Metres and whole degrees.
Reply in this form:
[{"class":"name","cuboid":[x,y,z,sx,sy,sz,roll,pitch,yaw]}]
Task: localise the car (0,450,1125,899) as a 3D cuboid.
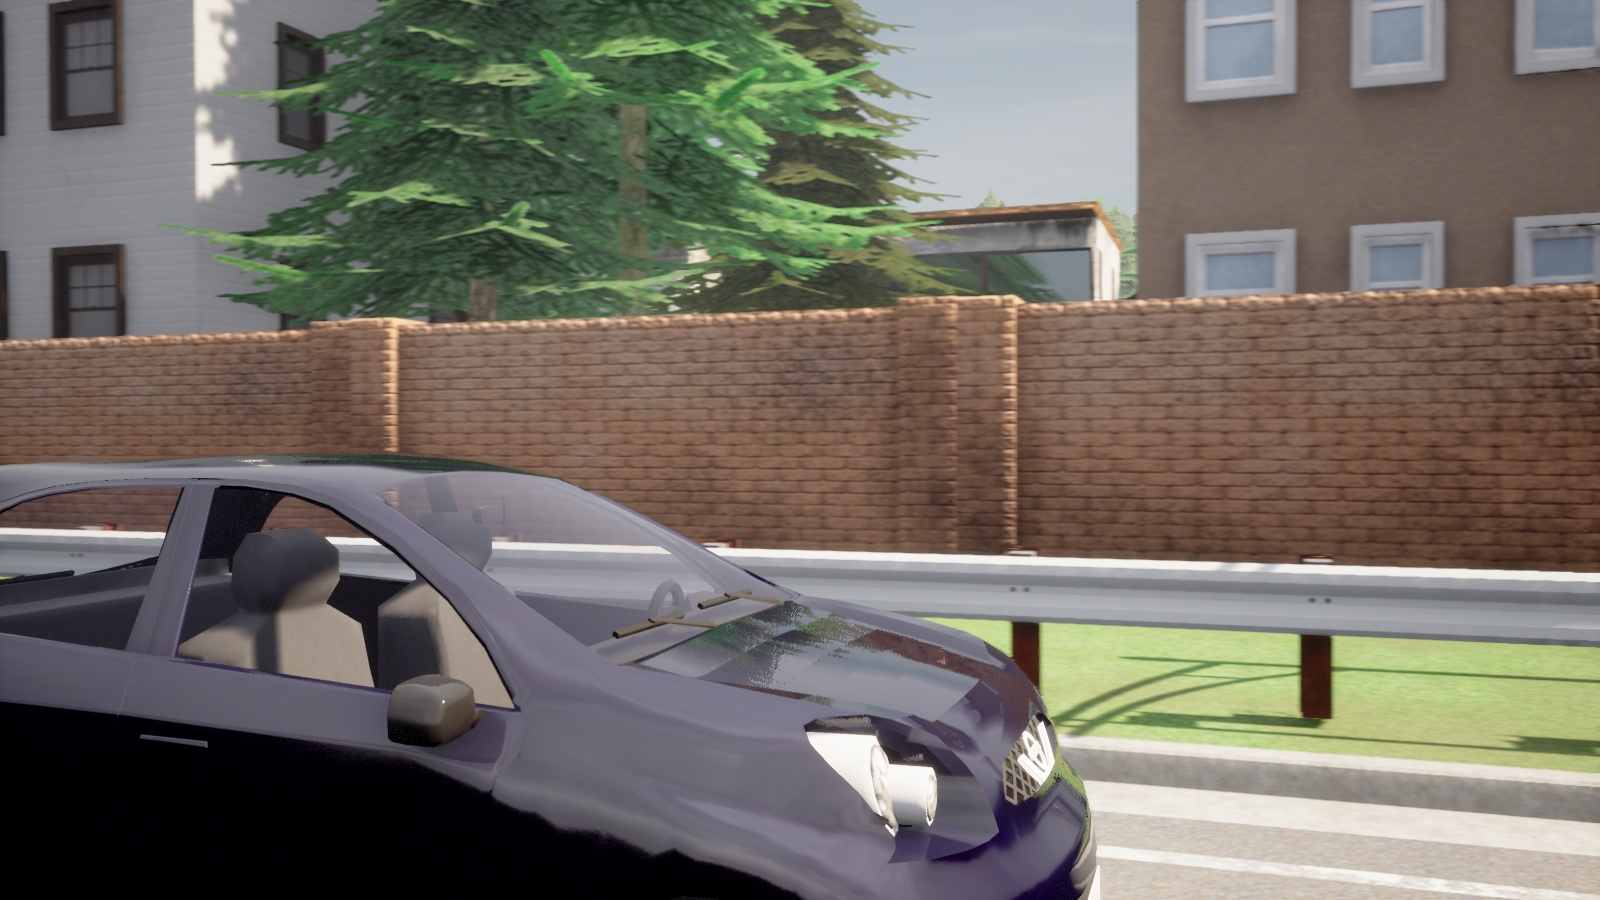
[{"class":"car","cuboid":[-1.031,0.780,3.540,3.633,1.501,1.845,1,1,19]}]
